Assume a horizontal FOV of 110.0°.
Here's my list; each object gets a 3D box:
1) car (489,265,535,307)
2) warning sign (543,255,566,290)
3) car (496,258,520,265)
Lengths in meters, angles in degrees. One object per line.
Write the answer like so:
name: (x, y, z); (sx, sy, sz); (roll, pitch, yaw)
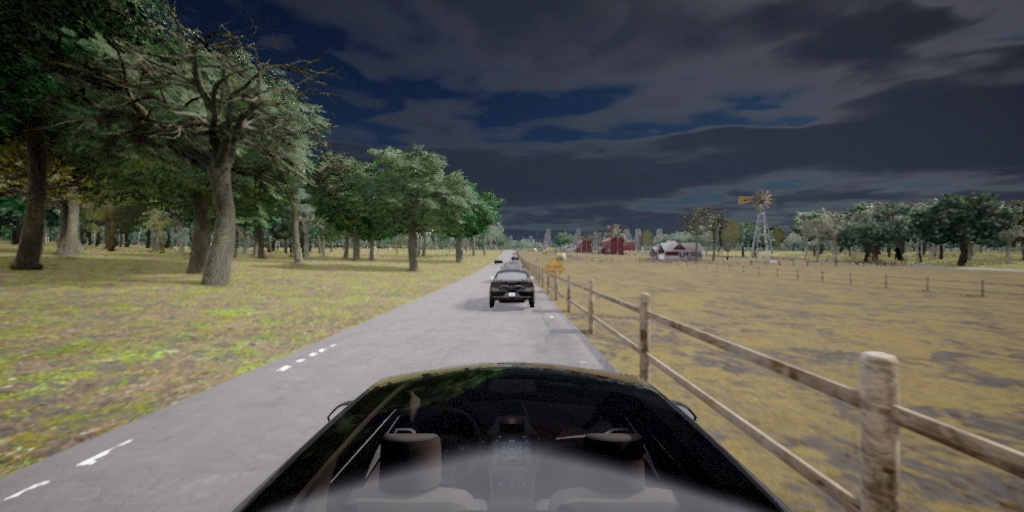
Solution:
car: (0.005, 1.343, 16.325); (1.882, 1.535, 5.008); (0, 0, 0)
warning sign: (2.448, 1.015, 20.734); (1.300, 1.860, 1.060); (0, 0, 0)
car: (-0.002, 1.297, 30.916); (2.097, 1.767, 4.553); (0, 0, 0)
